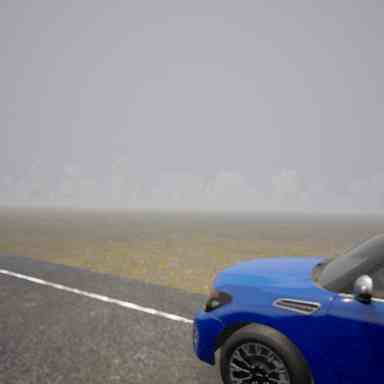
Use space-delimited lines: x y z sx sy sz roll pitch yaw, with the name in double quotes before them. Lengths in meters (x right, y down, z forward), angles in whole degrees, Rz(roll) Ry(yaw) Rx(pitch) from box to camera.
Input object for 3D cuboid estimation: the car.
"car" 2.689 1.263 3.186 5.566 2.045 2.150 0 0 33
